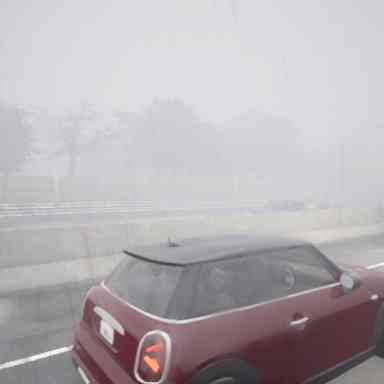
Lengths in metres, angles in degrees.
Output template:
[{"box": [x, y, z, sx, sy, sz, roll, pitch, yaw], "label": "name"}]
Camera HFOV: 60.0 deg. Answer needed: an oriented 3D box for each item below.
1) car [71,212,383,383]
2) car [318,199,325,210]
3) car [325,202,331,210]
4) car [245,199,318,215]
[{"box": [0.920, 1.336, 4.397, 4.553, 1.767, 2.097, 0, 0, -35], "label": "car"}, {"box": [8.487, 1.415, 27.158, 4.674, 1.442, 1.812, 0, 0, -35], "label": "car"}, {"box": [11.929, 1.405, 33.849, 5.357, 1.411, 2.033, 0, 0, -35], "label": "car"}, {"box": [5.343, 1.272, 20.654, 4.553, 1.767, 2.097, 0, 0, -35], "label": "car"}]
